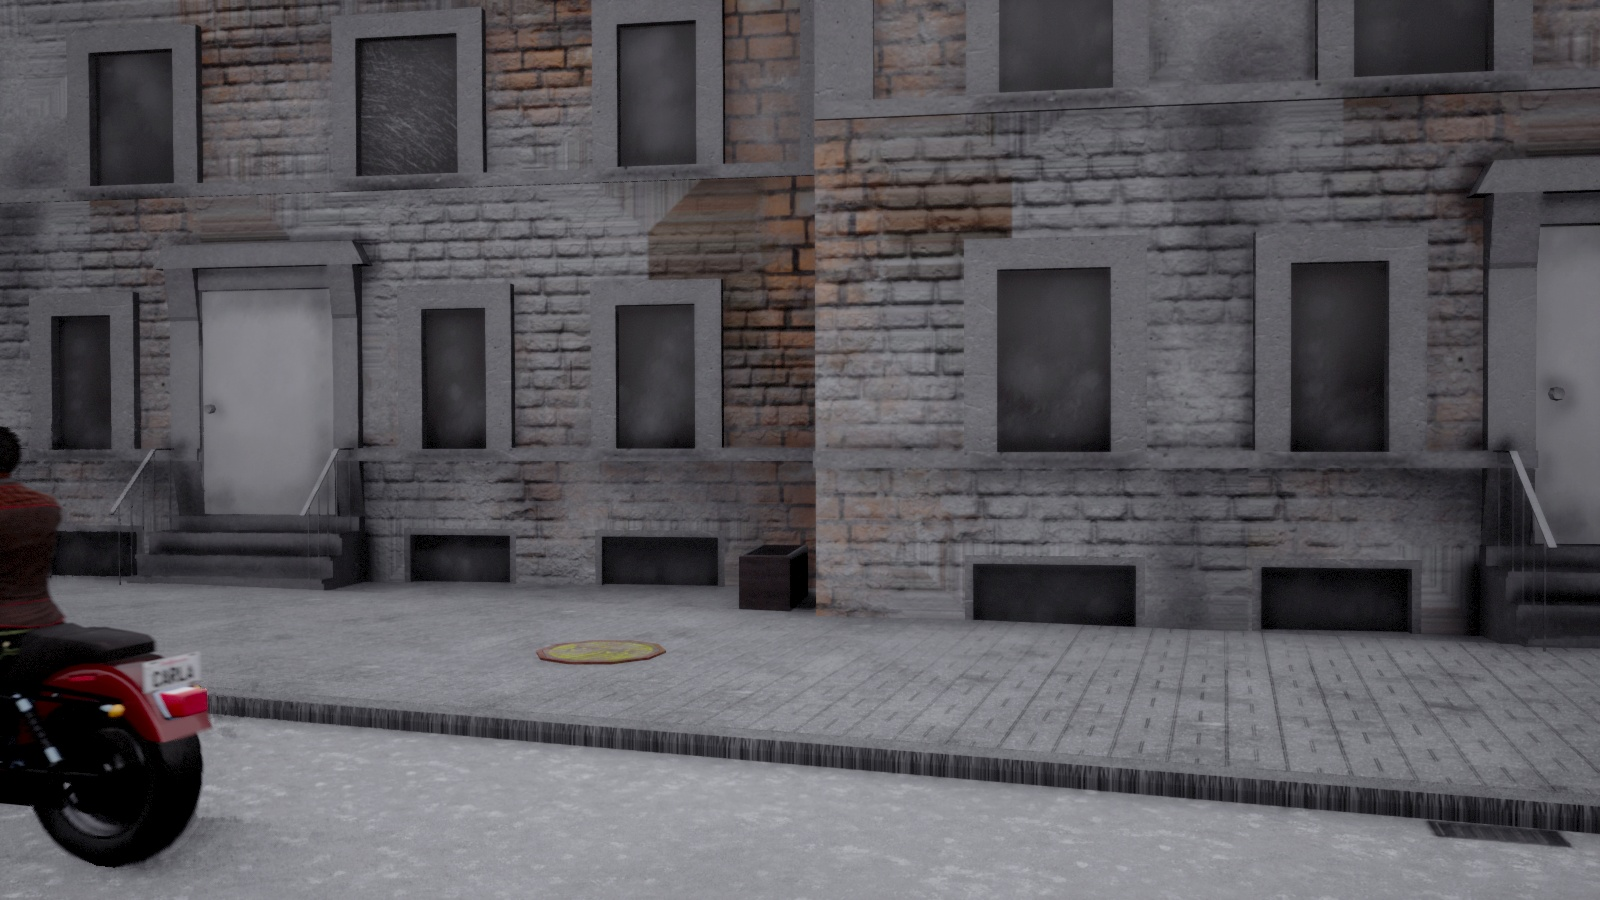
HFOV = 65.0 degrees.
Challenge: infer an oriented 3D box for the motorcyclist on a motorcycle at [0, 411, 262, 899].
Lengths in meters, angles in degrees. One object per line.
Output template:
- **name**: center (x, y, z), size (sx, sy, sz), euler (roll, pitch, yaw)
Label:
- **motorcyclist on a motorcycle**: center (-3.306, 0.687, 4.831), size (2.350, 1.649, 0.766), euler (0, 1, 19)
